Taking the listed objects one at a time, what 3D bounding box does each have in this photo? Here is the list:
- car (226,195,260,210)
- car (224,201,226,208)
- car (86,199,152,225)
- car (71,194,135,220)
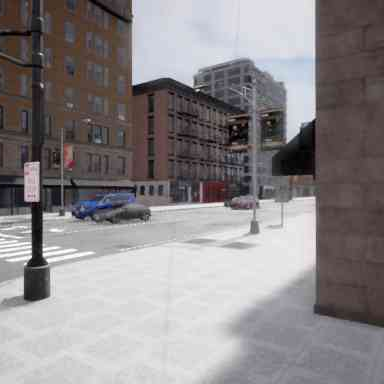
[{"bbox_3d":[6.356,1.198,39.587,2.097,1.767,4.553,0,0,35],"label":"car"},{"bbox_3d":[5.996,1.361,44.698,1.812,1.442,4.674,0,0,35],"label":"car"},{"bbox_3d":[-4.847,1.455,23.708,1.812,1.442,4.674,0,0,36],"label":"car"},{"bbox_3d":[-6.813,1.151,26.562,2.150,2.045,5.566,0,0,35],"label":"car"}]
